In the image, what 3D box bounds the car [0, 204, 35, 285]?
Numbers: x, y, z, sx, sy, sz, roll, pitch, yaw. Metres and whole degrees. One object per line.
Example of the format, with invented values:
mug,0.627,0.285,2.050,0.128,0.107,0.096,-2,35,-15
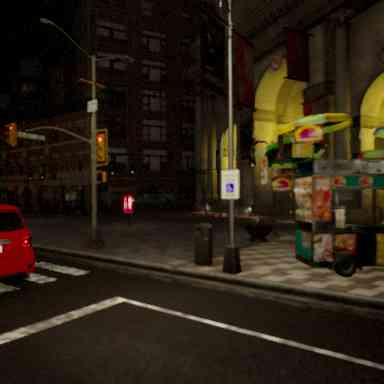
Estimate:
car,-6.267,1.300,8.455,5.566,2.045,2.150,0,0,35
